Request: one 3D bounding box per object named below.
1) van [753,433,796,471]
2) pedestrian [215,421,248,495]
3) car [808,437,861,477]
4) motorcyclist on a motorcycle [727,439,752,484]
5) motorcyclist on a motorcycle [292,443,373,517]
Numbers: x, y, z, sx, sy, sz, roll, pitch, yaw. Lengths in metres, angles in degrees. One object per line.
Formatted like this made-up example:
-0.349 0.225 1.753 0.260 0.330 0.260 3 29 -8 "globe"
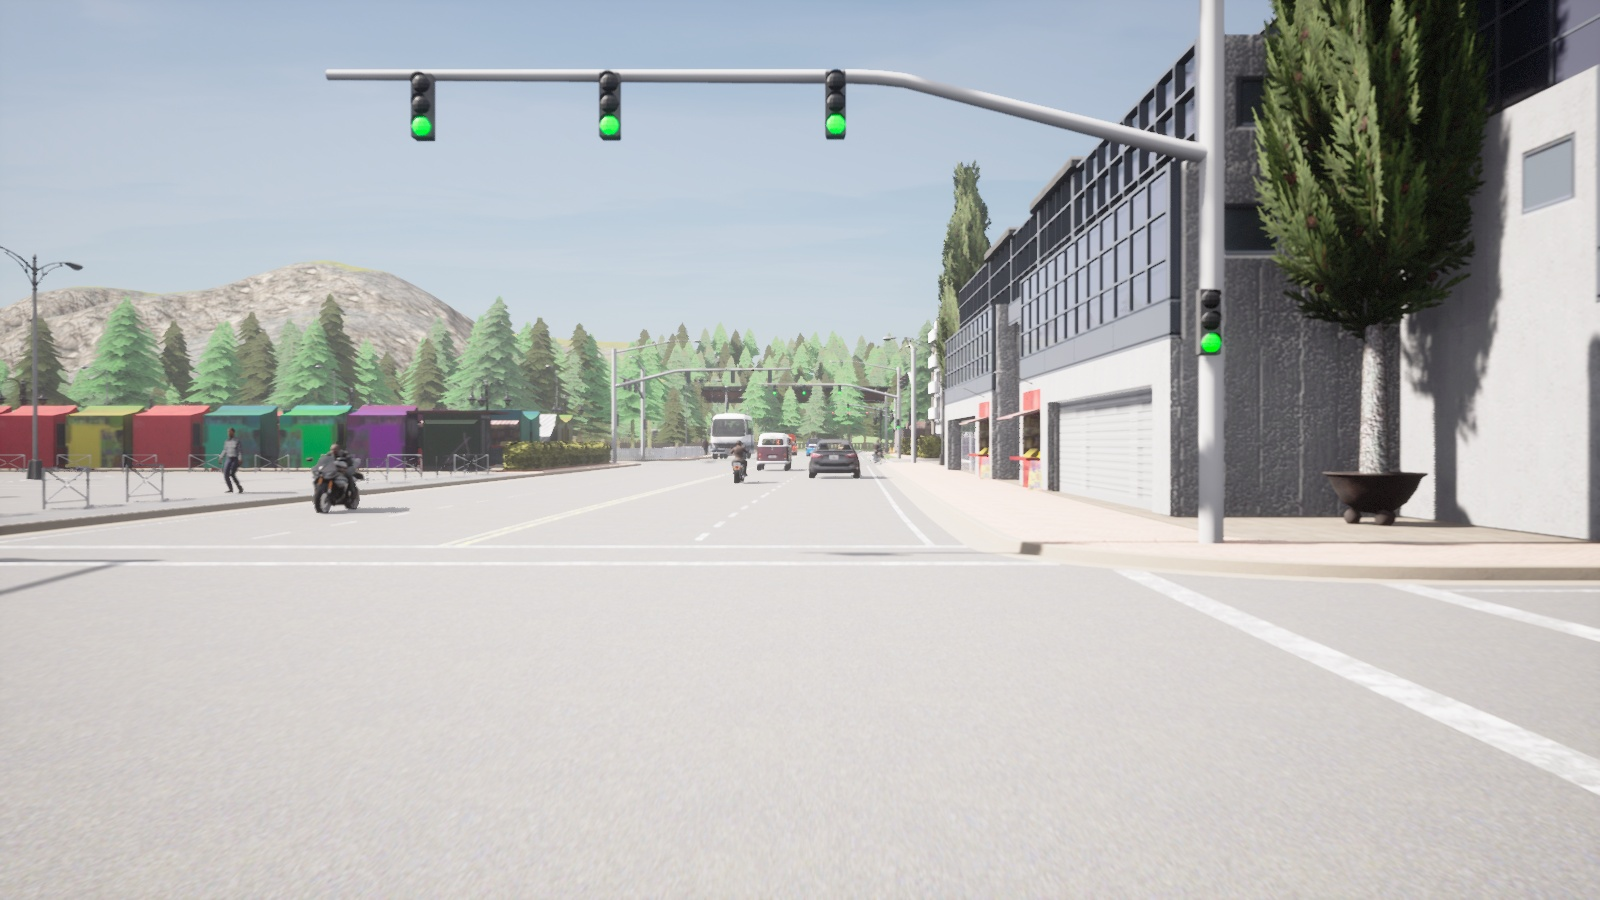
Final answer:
-1.380 0.086 69.190 2.069 2.038 4.480 0 0 2 "van"
-15.129 0.208 33.430 0.423 1.949 0.788 0 0 14 "pedestrian"
1.529 0.289 54.764 2.242 1.667 4.611 0 0 2 "car"
-2.275 0.433 47.427 0.766 1.649 2.350 0 0 2 "motorcyclist on a motorcycle"
-10.098 0.623 27.220 0.866 1.530 2.191 0 0 2 "motorcyclist on a motorcycle"
